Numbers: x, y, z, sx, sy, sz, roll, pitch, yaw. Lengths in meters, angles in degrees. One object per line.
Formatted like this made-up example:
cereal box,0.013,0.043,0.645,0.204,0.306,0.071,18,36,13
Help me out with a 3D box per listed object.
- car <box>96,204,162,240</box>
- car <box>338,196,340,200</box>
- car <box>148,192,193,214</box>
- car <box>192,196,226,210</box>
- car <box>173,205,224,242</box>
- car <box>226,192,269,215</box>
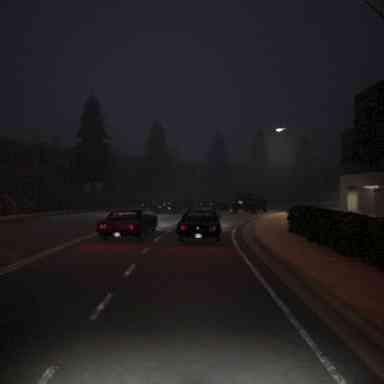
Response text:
car,-2.990,1.512,16.446,1.895,1.301,4.718,0,0,5
car,30.000,0.890,61.604,5.566,2.045,2.150,0,0,-14
car,-1.715,1.039,33.440,2.150,2.045,5.566,0,0,28
car,2.314,1.313,33.030,2.128,1.511,4.902,0,0,28
car,0.472,1.514,16.017,1.895,1.301,4.718,0,0,5
car,5.669,1.048,32.109,2.150,2.045,5.566,0,0,30
